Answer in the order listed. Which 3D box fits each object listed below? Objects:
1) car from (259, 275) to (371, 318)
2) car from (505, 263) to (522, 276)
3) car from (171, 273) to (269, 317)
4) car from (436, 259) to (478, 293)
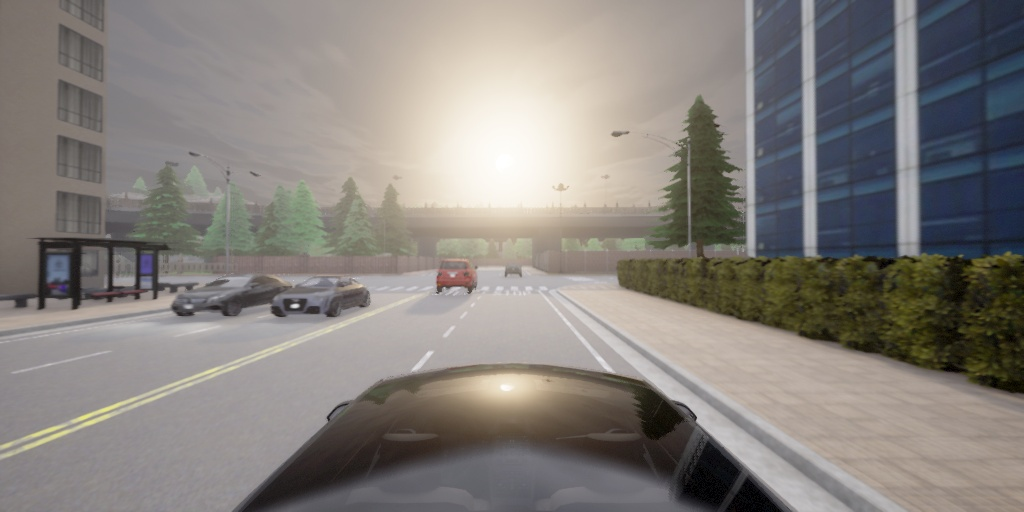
[{"bbox_3d":[-7.030,1.455,13.622,1.994,1.385,4.181,0,-1,0],"label":"car"},{"bbox_3d":[0.150,1.602,44.809,2.097,1.767,4.553,0,-1,0],"label":"car"},{"bbox_3d":[-10.522,1.421,14.027,1.812,1.442,4.674,0,-1,1],"label":"car"},{"bbox_3d":[-3.473,1.229,23.116,2.150,2.045,5.566,0,0,-2],"label":"car"}]
